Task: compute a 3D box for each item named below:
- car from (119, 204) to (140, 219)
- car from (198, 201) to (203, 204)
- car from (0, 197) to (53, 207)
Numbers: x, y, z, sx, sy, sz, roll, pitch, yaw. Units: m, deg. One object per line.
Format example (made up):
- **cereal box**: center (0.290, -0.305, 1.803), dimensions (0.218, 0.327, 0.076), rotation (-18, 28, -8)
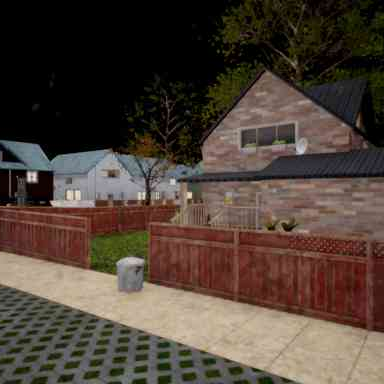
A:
- **car**: center (-6.198, 1.833, 32.060), dimensions (1.895, 1.301, 4.718), rotation (0, 0, 37)
- **car**: center (1.713, 1.882, 42.625), dimensions (1.812, 1.442, 4.674), rotation (0, -1, 37)
- **car**: center (-12.593, 1.350, 23.472), dimensions (2.150, 2.045, 5.566), rotation (0, -1, 36)
